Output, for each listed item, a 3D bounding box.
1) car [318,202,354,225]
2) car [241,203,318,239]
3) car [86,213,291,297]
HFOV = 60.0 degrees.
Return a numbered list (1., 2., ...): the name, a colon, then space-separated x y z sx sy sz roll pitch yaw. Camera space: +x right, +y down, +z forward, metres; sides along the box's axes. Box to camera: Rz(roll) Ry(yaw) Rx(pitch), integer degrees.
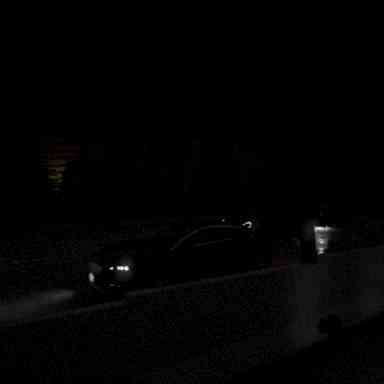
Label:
1. car: 9.845 1.479 23.897 4.674 1.442 1.812 0 0 -35
2. car: 3.252 1.327 14.901 4.553 1.767 2.097 0 0 -35
3. car: -0.057 1.482 8.245 4.902 1.511 2.128 0 0 -35
